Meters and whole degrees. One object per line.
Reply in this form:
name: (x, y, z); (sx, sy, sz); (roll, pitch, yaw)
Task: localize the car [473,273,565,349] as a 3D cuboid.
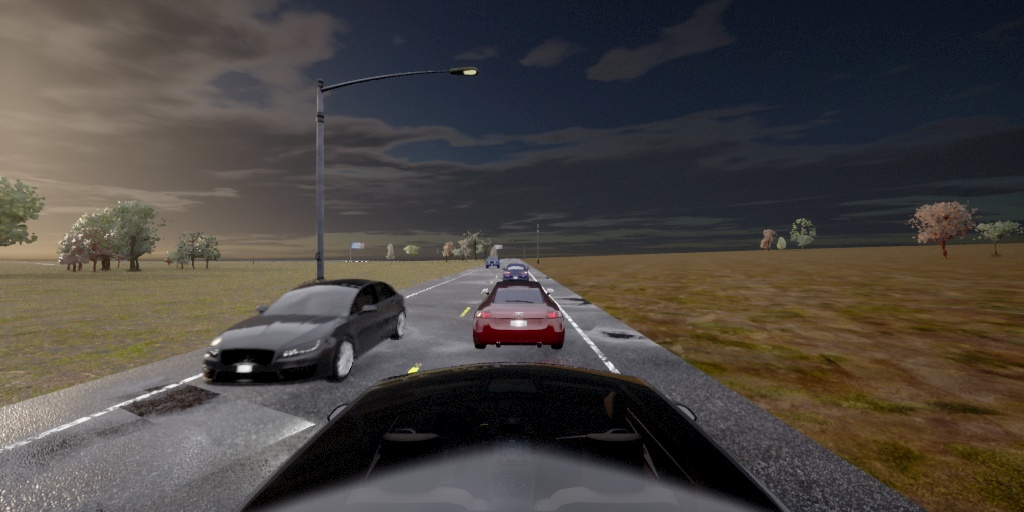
car: (0.155, 1.316, 9.169); (1.994, 1.385, 4.181); (0, 0, 1)

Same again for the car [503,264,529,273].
car: (0.292, 1.281, 26.460); (1.812, 1.442, 4.674); (0, 0, 1)

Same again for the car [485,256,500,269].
car: (-3.079, 0.983, 58.206); (2.150, 2.045, 5.566); (0, 0, 1)

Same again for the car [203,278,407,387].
car: (-3.558, 1.256, 7.224); (1.837, 1.490, 4.892); (0, 0, 0)
